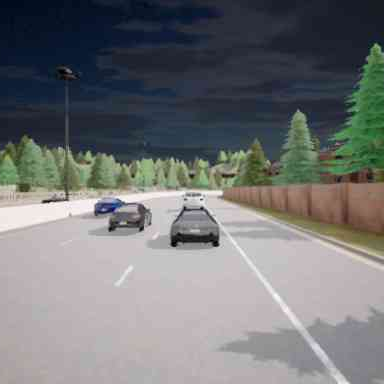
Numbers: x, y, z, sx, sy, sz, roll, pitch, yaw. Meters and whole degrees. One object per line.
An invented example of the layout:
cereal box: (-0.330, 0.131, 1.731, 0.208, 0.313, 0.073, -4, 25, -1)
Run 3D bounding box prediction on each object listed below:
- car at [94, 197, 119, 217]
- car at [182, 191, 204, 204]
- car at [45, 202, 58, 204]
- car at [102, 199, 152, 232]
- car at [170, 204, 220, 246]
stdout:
car: (-6.867, 1.201, 28.327, 1.882, 1.535, 5.008, 0, 1, 0)
car: (0.144, 0.884, 35.565, 2.150, 2.045, 5.566, 0, 1, 0)
car: (-17.472, 1.177, 42.849, 1.895, 1.301, 4.718, 0, 1, 1)
car: (-3.379, 1.344, 18.618, 1.812, 1.442, 4.674, 0, 1, 0)
car: (0.116, 1.425, 14.597, 1.994, 1.385, 4.181, 0, 1, 0)
